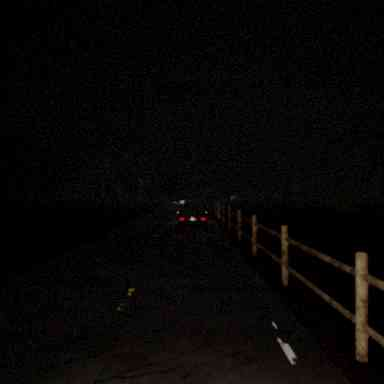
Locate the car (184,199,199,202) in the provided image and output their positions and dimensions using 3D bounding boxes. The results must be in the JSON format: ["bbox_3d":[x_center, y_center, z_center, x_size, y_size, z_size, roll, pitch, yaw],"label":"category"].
[{"bbox_3d":[-0.059,1.557,41.491,1.994,1.385,4.181,0,0,0],"label":"car"}]

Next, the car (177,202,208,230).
[{"bbox_3d":[0.020,1.573,21.183,2.033,1.411,5.357,0,0,0],"label":"car"}]

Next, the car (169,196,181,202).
[{"bbox_3d":[-2.972,1.314,59.254,1.882,1.535,5.008,0,0,0],"label":"car"}]
